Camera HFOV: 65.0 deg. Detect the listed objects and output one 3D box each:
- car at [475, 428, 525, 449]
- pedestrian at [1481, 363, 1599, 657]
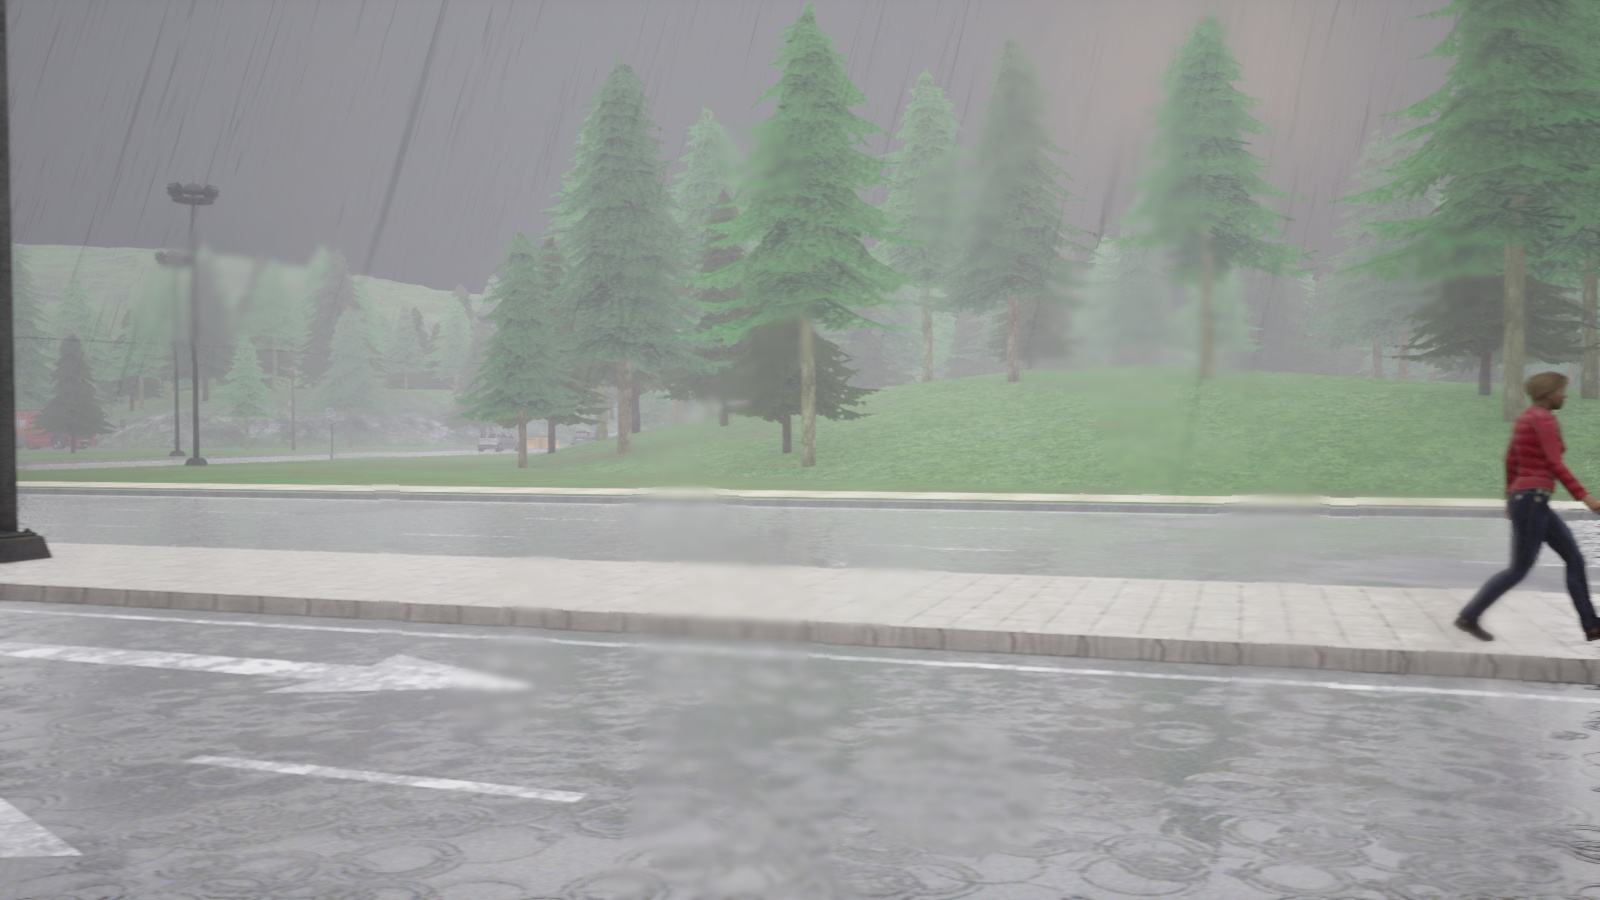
[{"bbox_3d":[-22.729,-0.887,95.306,1.851,1.617,3.988,1,1,19],"label":"car"},{"bbox_3d":[4.807,0.373,8.151,0.636,1.846,0.331,1,1,23],"label":"pedestrian"}]
